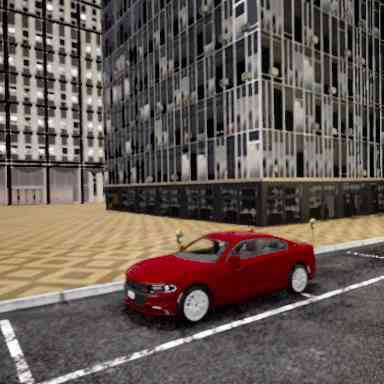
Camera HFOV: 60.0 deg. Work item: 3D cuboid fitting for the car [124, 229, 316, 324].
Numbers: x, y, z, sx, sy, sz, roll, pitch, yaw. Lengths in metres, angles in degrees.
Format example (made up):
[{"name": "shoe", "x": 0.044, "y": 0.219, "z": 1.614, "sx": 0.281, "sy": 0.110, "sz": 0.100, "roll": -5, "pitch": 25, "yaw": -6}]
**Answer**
[{"name": "car", "x": 0.775, "y": 1.529, "z": 7.089, "sx": 4.507, "sy": 1.381, "sz": 1.887, "roll": 0, "pitch": -1, "yaw": -35}]
